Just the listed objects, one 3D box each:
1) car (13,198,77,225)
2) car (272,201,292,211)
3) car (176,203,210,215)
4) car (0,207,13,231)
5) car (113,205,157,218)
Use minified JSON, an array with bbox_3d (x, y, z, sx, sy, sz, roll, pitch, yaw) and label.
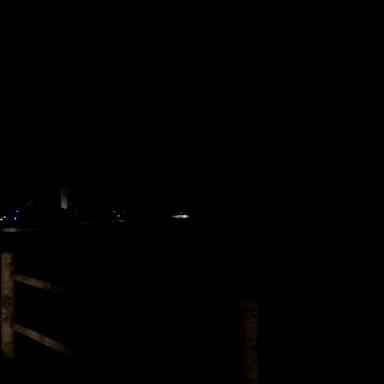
[{"bbox_3d":[-11.786,1.505,26.180,2.150,2.045,5.566,-1,-1,36],"label":"car"},{"bbox_3d":[16.044,2.338,59.173,2.097,1.767,4.553,-1,-1,38],"label":"car"},{"bbox_3d":[0.232,2.173,42.553,2.033,1.411,5.357,-1,-1,37],"label":"car"},{"bbox_3d":[-13.290,1.672,19.156,1.812,1.442,4.674,-1,-1,36],"label":"car"},{"bbox_3d":[-5.856,2.053,34.268,1.895,1.301,4.718,-1,-1,36],"label":"car"}]
